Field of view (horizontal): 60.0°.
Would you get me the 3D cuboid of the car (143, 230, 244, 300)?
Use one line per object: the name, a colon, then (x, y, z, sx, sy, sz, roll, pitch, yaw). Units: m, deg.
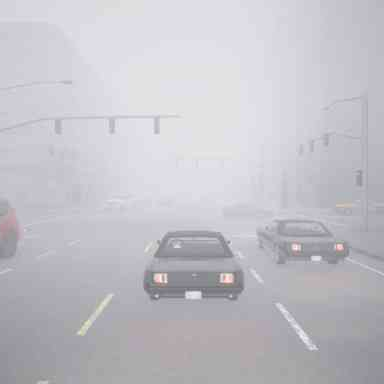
car: (0.044, 1.601, 8.310, 1.895, 1.301, 4.718, 0, 0, 0)

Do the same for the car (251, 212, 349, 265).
car: (3.550, 1.601, 11.695, 1.895, 1.301, 4.718, 0, 0, 0)

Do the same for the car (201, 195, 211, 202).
car: (3.303, 1.595, 77.448, 1.895, 1.301, 4.718, 0, 0, 1)

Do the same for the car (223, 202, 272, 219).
car: (4.758, 1.591, 28.424, 4.181, 1.385, 1.994, 0, 0, 26)

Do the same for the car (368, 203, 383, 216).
car: (3.594, 1.221, 1.943, 2.150, 2.045, 5.566, 0, 0, 0)

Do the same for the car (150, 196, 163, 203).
car: (-7.283, 1.540, 69.108, 2.033, 1.411, 5.357, 0, 0, 1)

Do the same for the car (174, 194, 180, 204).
car: (-3.888, 1.505, 63.441, 1.837, 1.490, 4.892, 0, 0, 1)

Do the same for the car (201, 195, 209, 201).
car: (3.404, 1.553, 87.423, 1.994, 1.385, 4.181, 0, 0, 1)

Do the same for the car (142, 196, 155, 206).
car: (-7.512, 1.502, 53.855, 1.837, 1.490, 4.892, 0, 1, 0)

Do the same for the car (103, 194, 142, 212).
car: (-8.400, 1.236, 39.478, 2.150, 2.045, 5.566, 1, 0, 15)

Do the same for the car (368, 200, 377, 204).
car: (19.275, 1.547, 30.806, 4.902, 1.511, 2.128, 0, 0, 0)

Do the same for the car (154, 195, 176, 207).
car: (-4.030, 1.547, 50.308, 2.033, 1.411, 5.357, 0, 0, 0)

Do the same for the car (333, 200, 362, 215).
car: (17.213, 1.533, 34.309, 5.008, 1.535, 1.882, 0, 0, 0)

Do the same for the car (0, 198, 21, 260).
car: (-7.124, 1.222, 9.536, 2.150, 2.045, 5.566, 0, 0, 0)

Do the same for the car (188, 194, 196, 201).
car: (-0.097, 1.355, 87.295, 2.097, 1.767, 4.553, 0, 0, 1)
